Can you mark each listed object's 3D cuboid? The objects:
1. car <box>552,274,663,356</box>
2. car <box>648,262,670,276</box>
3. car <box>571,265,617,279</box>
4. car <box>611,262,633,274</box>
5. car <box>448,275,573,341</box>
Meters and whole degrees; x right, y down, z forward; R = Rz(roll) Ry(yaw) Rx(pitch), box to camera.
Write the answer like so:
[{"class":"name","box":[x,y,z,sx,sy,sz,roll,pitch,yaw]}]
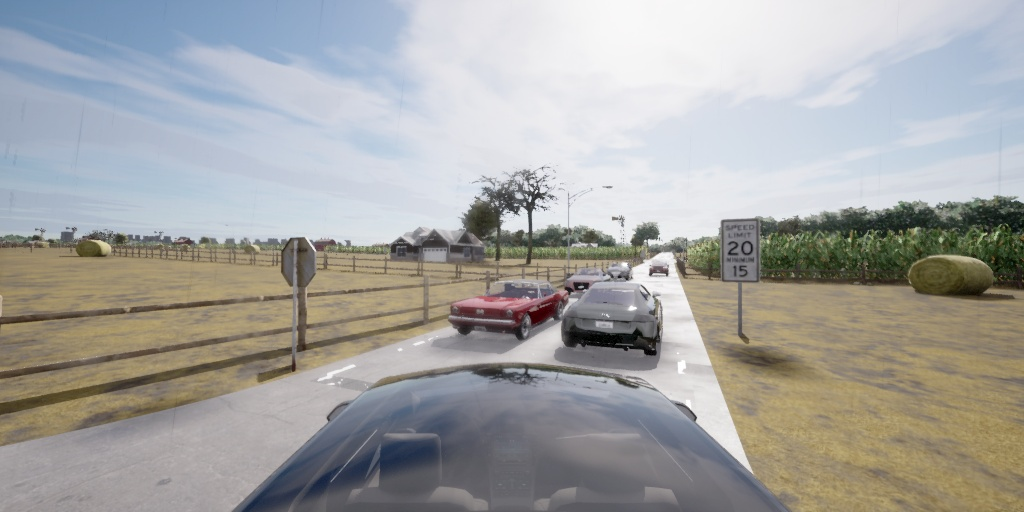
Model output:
[{"class":"car","box":[2.630,1.326,8.886,1.994,1.385,4.181,0,0,24]},{"class":"car","box":[15.516,1.340,37.851,1.812,1.442,4.674,0,0,24]},{"class":"car","box":[4.217,1.355,19.489,1.994,1.385,4.181,0,0,24]},{"class":"car","box":[9.281,1.303,30.875,2.128,1.511,4.902,0,0,25]},{"class":"car","box":[0.149,1.373,10.322,1.895,1.301,4.718,0,0,24]}]
